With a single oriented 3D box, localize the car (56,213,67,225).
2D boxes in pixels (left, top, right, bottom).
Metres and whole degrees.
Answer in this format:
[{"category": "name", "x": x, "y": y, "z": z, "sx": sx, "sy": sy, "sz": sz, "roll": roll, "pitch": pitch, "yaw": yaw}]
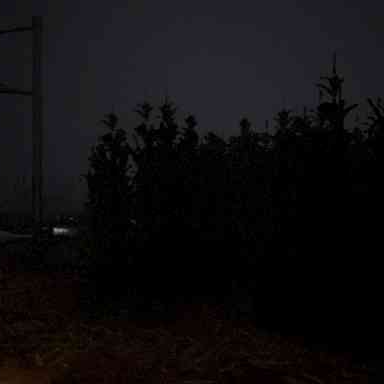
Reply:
[{"category": "car", "x": -6.514, "y": 1.550, "z": 22.950, "sx": 2.033, "sy": 1.411, "sz": 5.357, "roll": 0, "pitch": 0, "yaw": 36}]
